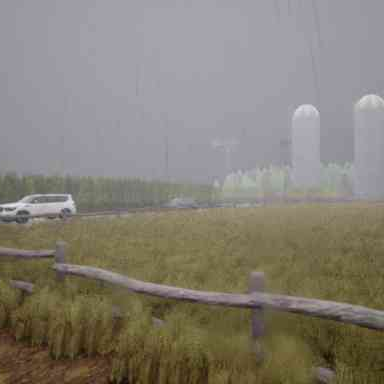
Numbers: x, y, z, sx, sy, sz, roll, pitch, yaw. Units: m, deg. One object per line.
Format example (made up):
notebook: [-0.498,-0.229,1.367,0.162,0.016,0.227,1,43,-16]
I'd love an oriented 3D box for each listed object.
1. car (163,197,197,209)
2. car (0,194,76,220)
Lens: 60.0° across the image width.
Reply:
car: [-1.377,1.428,38.462,2.097,1.767,4.553,0,-1,36]
car: [-11.337,1.170,24.612,2.150,2.045,5.566,0,0,36]
